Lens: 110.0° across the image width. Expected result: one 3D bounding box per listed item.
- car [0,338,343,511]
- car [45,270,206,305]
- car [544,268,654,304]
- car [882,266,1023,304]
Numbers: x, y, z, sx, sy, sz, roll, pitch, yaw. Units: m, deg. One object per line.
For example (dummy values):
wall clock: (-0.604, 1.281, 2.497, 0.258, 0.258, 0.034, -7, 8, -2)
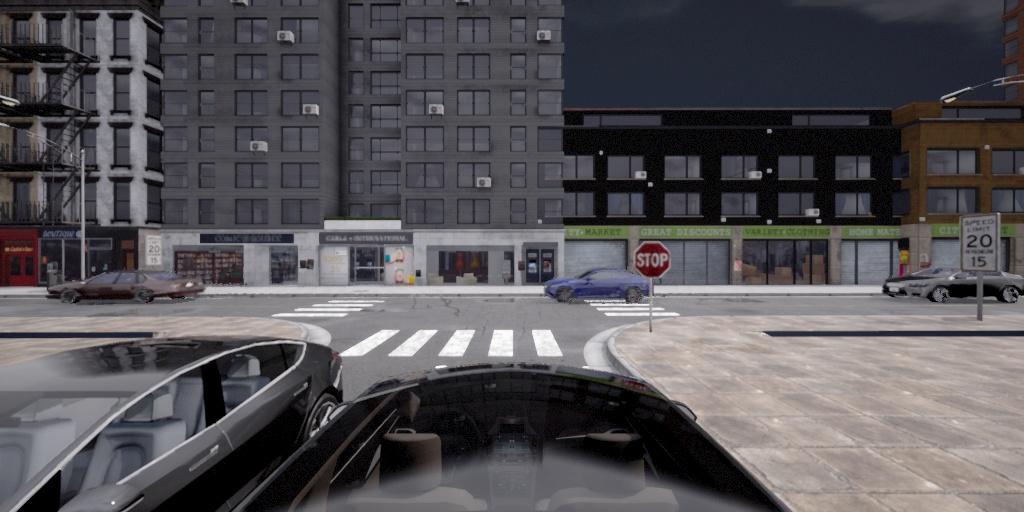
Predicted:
car: (-2.637, 1.316, 2.141, 1.948, 1.339, 4.313, 0, 0, 0)
car: (-16.874, 1.337, 15.881, 5.357, 1.411, 2.033, 0, 0, -2)
car: (3.737, 1.264, 15.669, 4.674, 1.442, 1.812, 0, 0, 0)
car: (19.118, 1.200, 15.636, 4.902, 1.511, 2.128, 0, 0, 0)
